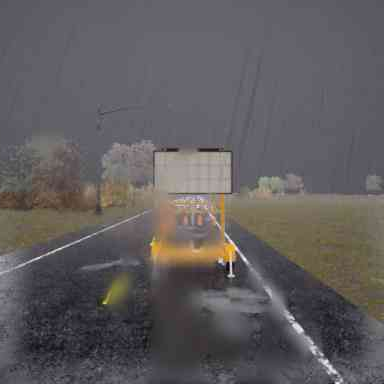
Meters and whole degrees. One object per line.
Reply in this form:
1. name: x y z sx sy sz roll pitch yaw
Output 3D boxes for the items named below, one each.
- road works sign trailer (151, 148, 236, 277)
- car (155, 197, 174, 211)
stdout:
1. road works sign trailer: 0.026 0.468 10.228 2.380 3.560 2.880 0 0 -1
2. car: -3.330 1.375 41.016 2.097 1.767 4.553 0 0 1
